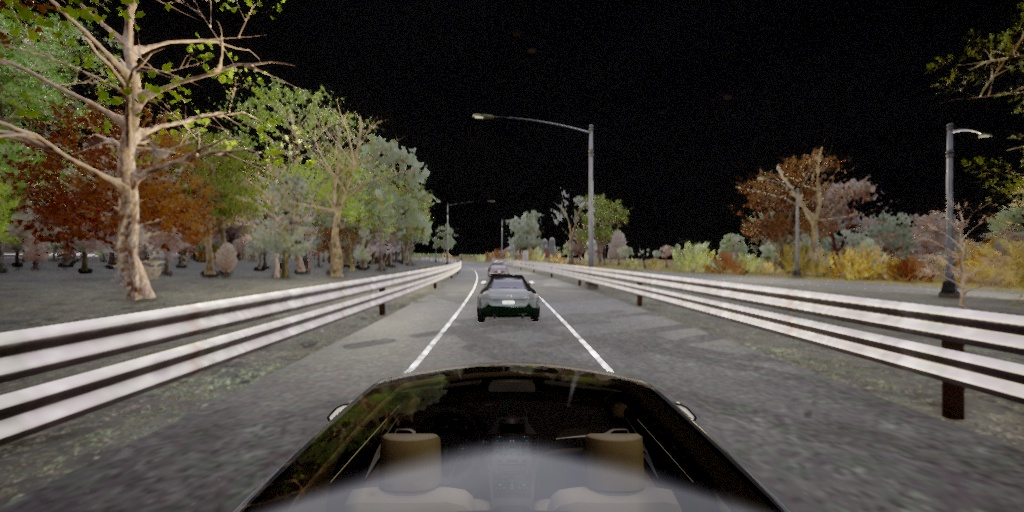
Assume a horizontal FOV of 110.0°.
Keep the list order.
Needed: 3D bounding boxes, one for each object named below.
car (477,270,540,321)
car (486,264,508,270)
[{"bbox_3d":[-0.157,1.354,12.693,1.994,1.385,4.181,0,0,-2],"label":"car"},{"bbox_3d":[-1.256,1.389,31.555,2.033,1.411,5.357,0,0,-5],"label":"car"}]
